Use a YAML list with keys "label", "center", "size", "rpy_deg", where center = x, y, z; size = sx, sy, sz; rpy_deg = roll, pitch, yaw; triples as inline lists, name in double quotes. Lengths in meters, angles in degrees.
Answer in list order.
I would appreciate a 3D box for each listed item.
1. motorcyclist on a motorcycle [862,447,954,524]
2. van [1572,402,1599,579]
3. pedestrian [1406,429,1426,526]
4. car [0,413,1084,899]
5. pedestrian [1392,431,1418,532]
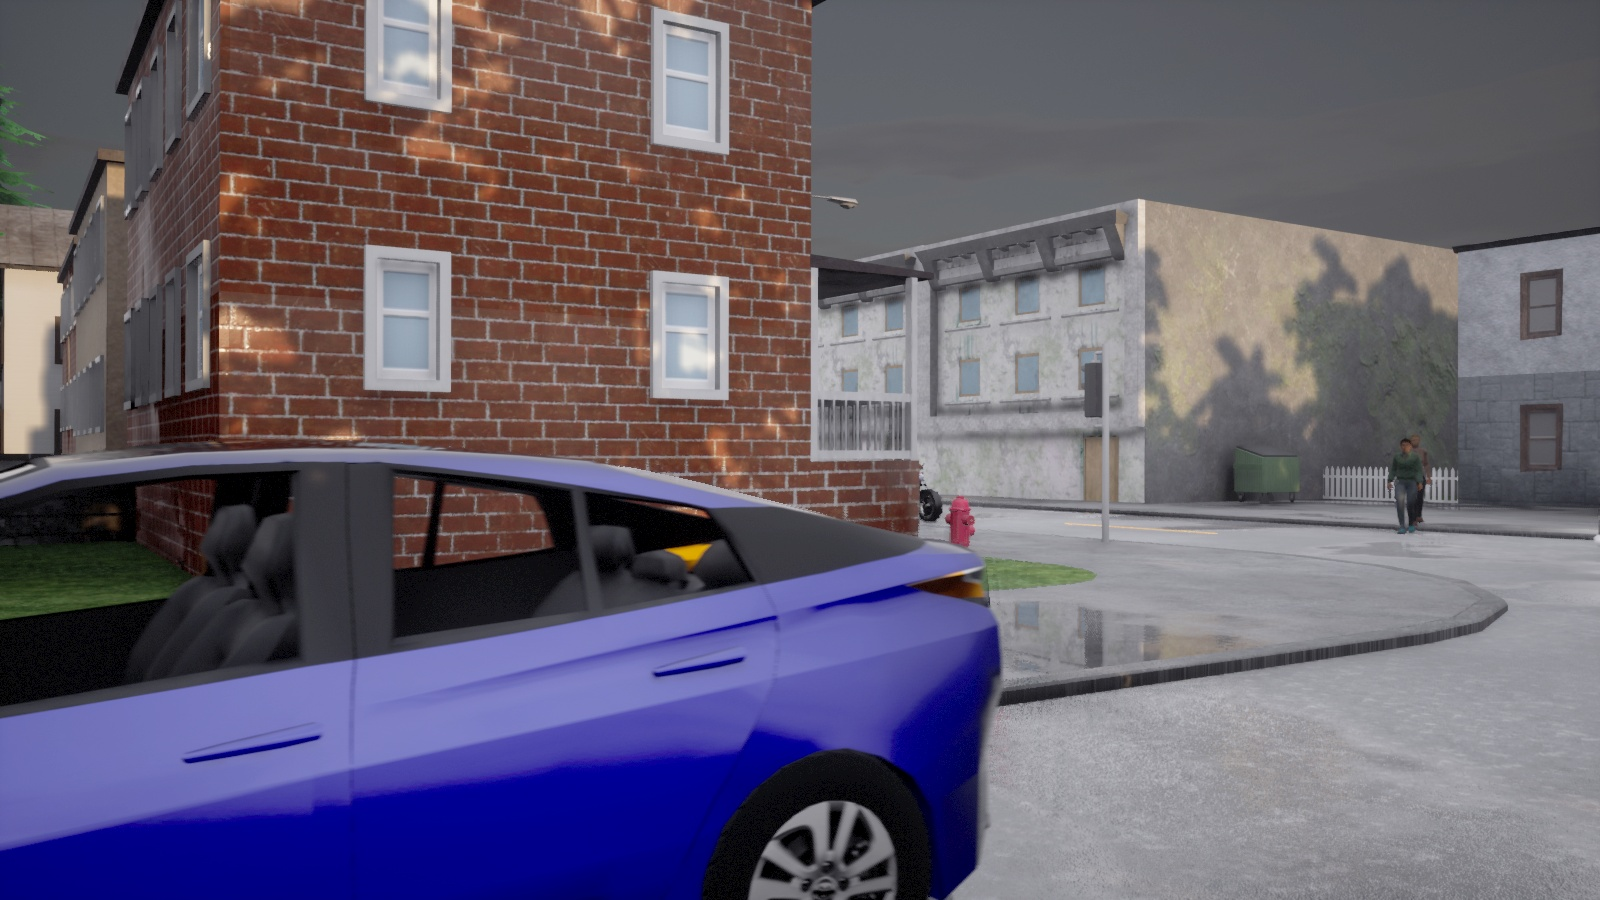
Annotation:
- label: "motorcyclist on a motorcycle"
  center: [2.383, 0.759, 28.075]
  size: [0.766, 1.649, 2.350]
  rpy_deg: [0, 0, -33]
- label: "van"
  center: [10.165, 0.477, 12.738]
  size: [2.069, 2.038, 4.480]
  rpy_deg: [1, 0, 3]
- label: "pedestrian"
  center: [11.871, 0.516, 24.181]
  size: [0.331, 1.846, 0.634]
  rpy_deg: [0, 0, 27]
- label: "car"
  center: [-1.643, 0.703, 3.161]
  size: [4.514, 1.525, 2.007]
  rpy_deg: [0, 0, -33]
- label: "pedestrian"
  center: [11.211, 0.573, 23.267]
  size: [0.353, 1.847, 0.614]
  rpy_deg: [0, 0, 34]
